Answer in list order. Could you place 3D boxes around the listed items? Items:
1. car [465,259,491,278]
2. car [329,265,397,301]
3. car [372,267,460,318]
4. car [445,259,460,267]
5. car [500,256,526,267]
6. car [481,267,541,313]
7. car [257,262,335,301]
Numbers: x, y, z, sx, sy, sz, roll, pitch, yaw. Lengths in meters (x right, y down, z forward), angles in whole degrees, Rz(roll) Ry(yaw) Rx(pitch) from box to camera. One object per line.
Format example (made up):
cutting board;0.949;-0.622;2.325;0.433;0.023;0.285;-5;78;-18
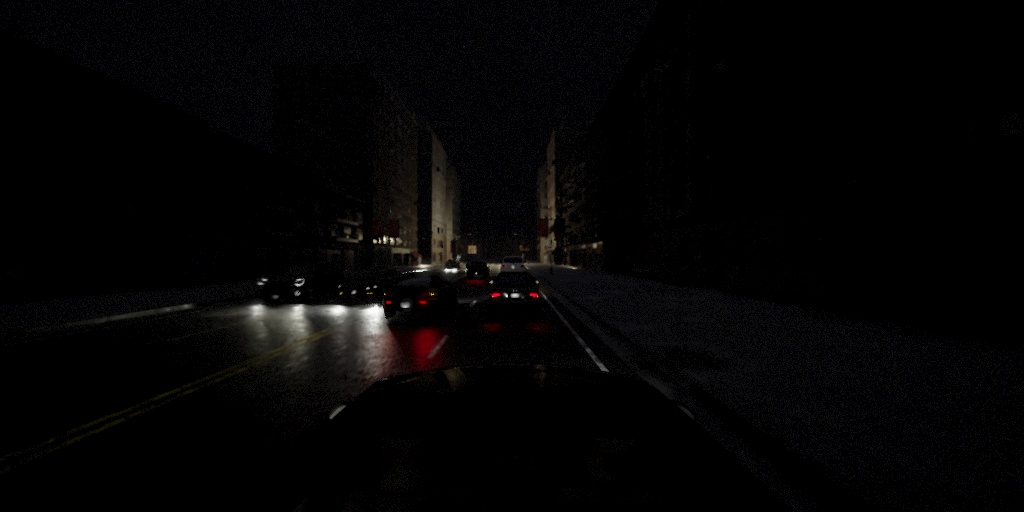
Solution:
car;-3.163;1.288;34.180;1.837;1.490;4.892;0;0;0
car;-6.605;1.269;17.394;1.837;1.490;4.892;0;0;0
car;-3.156;1.285;12.930;1.812;1.442;4.674;0;0;0
car;-9.818;1.320;59.392;2.128;1.511;4.902;0;0;1
car;0.087;1.003;33.129;2.150;2.045;5.566;0;0;0
car;0.096;1.308;13.927;2.033;1.411;5.357;0;0;0
car;-9.855;1.115;17.189;2.097;1.767;4.553;0;0;0
